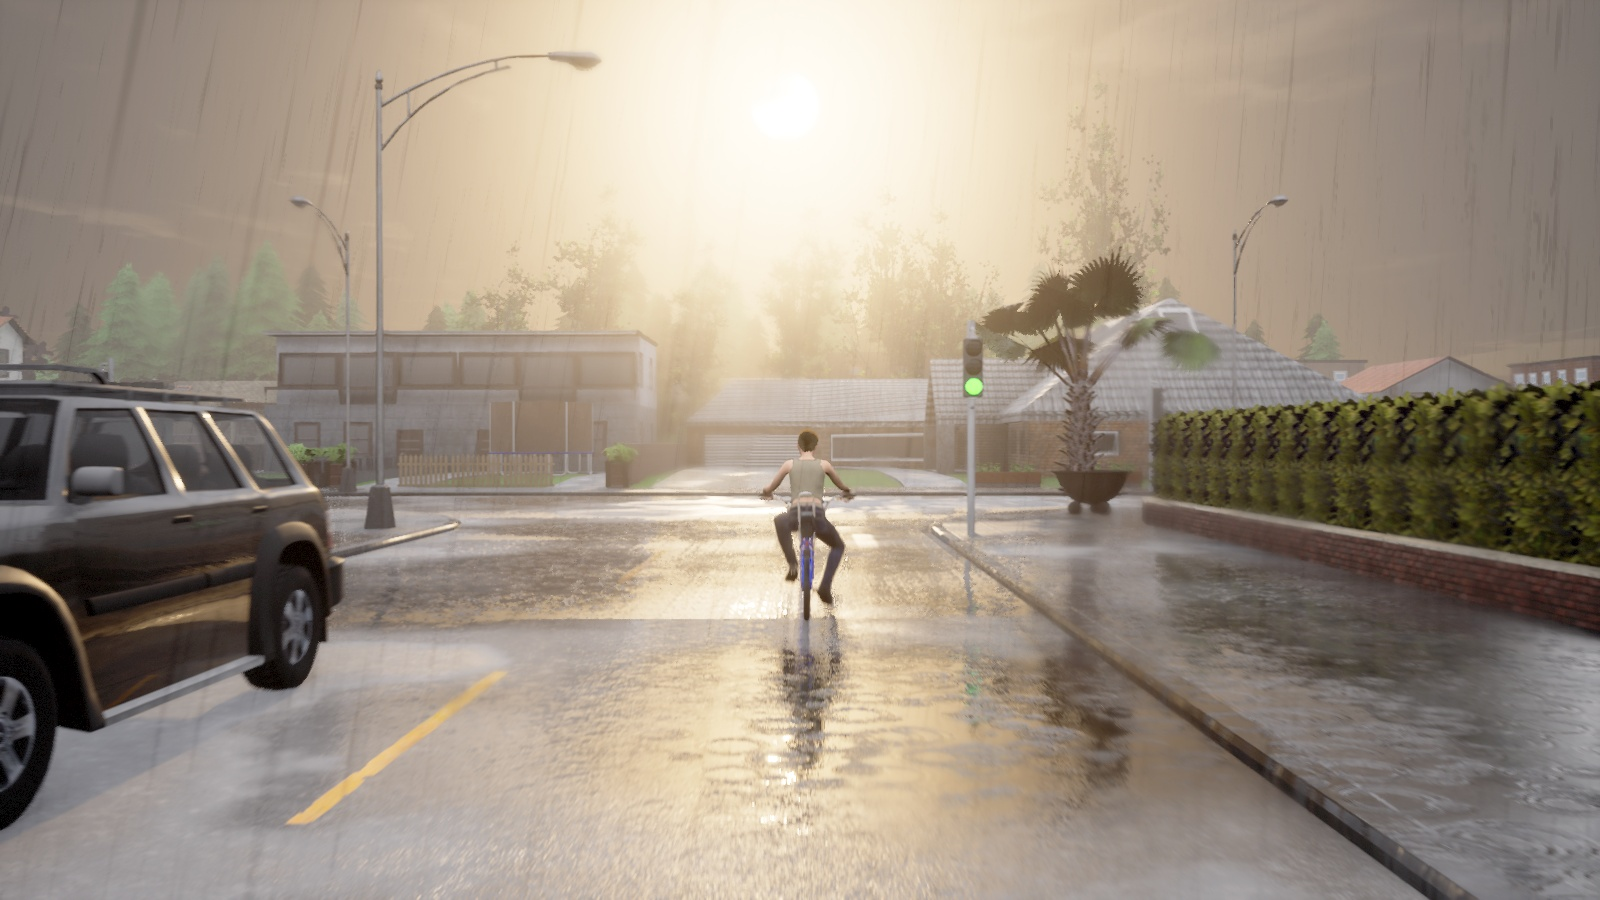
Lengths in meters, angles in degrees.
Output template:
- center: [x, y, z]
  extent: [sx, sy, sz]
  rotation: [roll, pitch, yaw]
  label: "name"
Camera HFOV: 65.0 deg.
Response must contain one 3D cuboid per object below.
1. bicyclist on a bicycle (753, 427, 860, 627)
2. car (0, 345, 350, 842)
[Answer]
- center: [0.060, 0.621, 10.928]
  extent: [0.866, 1.612, 1.509]
  rotation: [0, 0, 0]
  label: "bicyclist on a bicycle"
- center: [-3.955, 0.526, 6.056]
  extent: [1.932, 1.855, 4.605]
  rotation: [0, 0, 0]
  label: "car"
